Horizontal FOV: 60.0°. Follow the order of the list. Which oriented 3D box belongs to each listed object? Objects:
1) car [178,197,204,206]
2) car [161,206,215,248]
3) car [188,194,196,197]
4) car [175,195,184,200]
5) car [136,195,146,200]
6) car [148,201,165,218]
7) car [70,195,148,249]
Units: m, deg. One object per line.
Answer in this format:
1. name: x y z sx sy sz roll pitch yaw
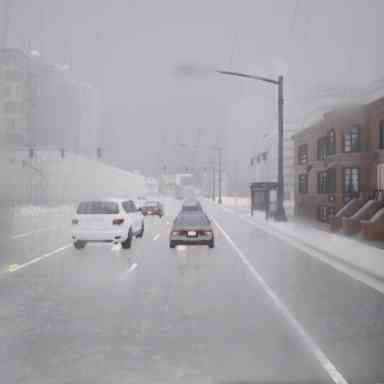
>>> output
1. car: 0.000 1.483 29.650 1.882 1.535 5.008 0 0 0
2. car: 0.000 1.561 14.650 2.033 1.411 5.357 0 0 0
3. car: 0.000 1.401 86.444 1.882 1.535 5.008 0 0 0
4. car: -3.500 1.531 86.890 1.895 1.301 4.718 0 0 0
5. car: -14.000 1.538 91.494 1.994 1.385 4.181 0 0 0
6. car: -3.500 1.531 29.650 1.812 1.442 4.674 0 0 0
7. car: -3.500 1.256 14.680 2.150 2.045 5.566 0 0 0
